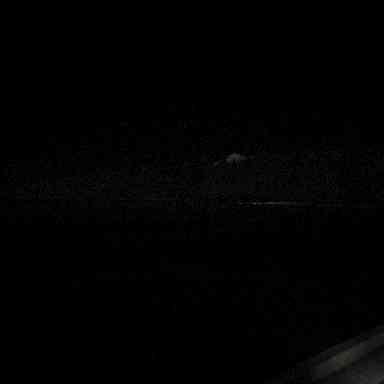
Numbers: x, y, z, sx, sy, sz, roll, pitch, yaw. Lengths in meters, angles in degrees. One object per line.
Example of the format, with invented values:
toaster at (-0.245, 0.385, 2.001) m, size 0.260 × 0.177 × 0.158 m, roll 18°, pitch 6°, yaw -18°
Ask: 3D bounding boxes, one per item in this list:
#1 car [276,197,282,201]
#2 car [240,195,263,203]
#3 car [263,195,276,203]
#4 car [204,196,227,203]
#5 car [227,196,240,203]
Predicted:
car at (17.408, 1.451, 72.828) m, size 1.837 × 1.490 × 4.892 m, roll 0°, pitch 0°, yaw -36°
car at (11.755, 1.451, 68.699) m, size 1.837 × 1.490 × 4.892 m, roll 0°, pitch 0°, yaw -36°
car at (14.582, 1.491, 70.764) m, size 2.033 × 1.411 × 5.357 m, roll 0°, pitch 0°, yaw -36°
car at (4.340, 1.596, 66.983) m, size 1.994 × 1.385 × 4.181 m, roll 0°, pitch 0°, yaw -36°
car at (7.167, 1.557, 69.047) m, size 1.837 × 1.490 × 4.892 m, roll 0°, pitch 0°, yaw -36°
